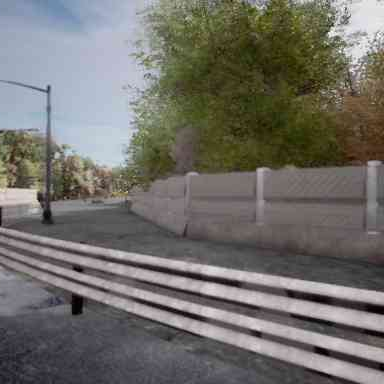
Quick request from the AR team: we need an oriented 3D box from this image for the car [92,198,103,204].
[{"bbox_3d":[-21.657,1.996,76.158,1.994,1.385,4.181,0,0,-5],"label":"car"}]
